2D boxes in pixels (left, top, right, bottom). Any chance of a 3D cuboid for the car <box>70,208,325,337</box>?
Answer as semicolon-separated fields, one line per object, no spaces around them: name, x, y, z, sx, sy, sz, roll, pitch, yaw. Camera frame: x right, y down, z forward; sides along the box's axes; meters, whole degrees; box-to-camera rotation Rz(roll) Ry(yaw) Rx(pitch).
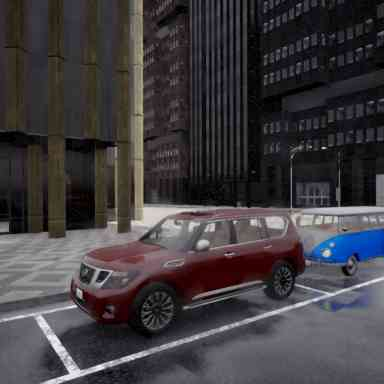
car;0.229;1.315;6.823;5.009;1.841;2.192;0;0;-36

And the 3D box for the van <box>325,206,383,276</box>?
van;4.726;1.342;10.033;3.998;1.788;1.690;0;0;-36
